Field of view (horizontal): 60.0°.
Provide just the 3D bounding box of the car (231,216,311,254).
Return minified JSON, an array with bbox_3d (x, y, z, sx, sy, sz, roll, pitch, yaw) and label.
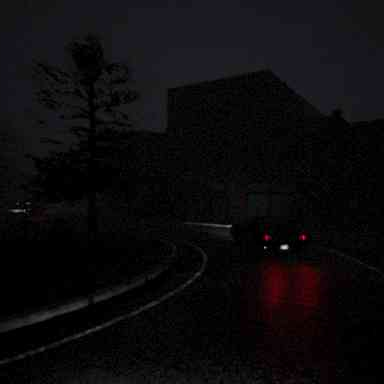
[{"bbox_3d":[2.942,1.623,13.598,1.895,1.301,4.718,0,-1,-6],"label":"car"}]
